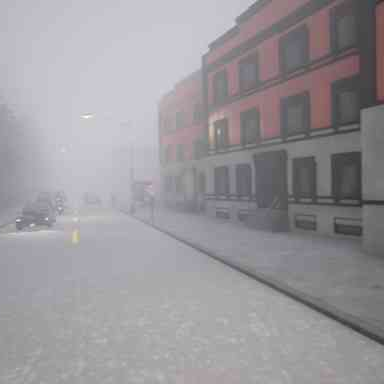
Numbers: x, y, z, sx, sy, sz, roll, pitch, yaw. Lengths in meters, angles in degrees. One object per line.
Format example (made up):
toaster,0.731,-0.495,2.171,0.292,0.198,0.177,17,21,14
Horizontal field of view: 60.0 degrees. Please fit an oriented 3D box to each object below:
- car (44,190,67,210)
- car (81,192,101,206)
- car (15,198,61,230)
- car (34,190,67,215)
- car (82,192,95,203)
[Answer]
car,-15.976,0.830,39.181,2.150,2.045,5.566,-2,1,-19
car,-12.880,1.009,42.995,1.994,1.385,4.181,-2,1,-19
car,-9.444,1.368,20.381,2.033,1.411,5.357,-2,1,-19
car,-12.801,0.934,29.996,2.150,2.045,5.566,-2,1,-19
car,-16.676,0.833,53.605,1.837,1.490,4.892,-2,1,-19
